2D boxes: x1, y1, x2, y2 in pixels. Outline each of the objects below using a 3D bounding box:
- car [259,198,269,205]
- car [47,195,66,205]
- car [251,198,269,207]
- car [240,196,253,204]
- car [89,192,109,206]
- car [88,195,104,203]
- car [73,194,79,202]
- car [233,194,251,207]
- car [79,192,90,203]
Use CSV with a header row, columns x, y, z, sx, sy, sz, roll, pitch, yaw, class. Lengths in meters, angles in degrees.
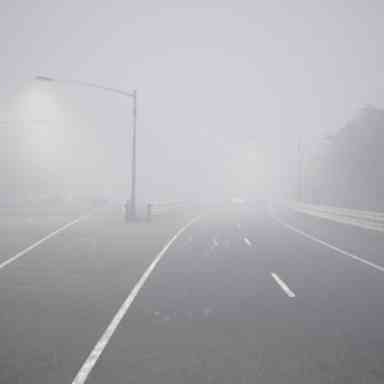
x,y,z,sx,sy,sz,roll,pitch,yaw,class
14.952,1.859,69.045,1.895,1.301,4.718,1,0,15,car
-21.798,1.276,53.711,1.837,1.490,4.892,1,0,-6,car
12.100,1.785,58.579,2.128,1.511,4.902,1,0,15,car
11.419,1.718,69.385,2.128,1.511,4.902,1,0,15,car
-14.782,1.232,53.994,2.097,1.767,4.553,1,0,-7,car
-19.774,1.357,68.730,2.128,1.511,4.902,1,0,-4,car
-23.299,1.278,68.966,1.837,1.490,4.892,1,0,-4,car
8.520,1.466,58.740,2.150,2.045,5.566,1,0,15,car
-19.230,1.046,63.041,2.150,2.045,5.566,1,-1,-5,car
